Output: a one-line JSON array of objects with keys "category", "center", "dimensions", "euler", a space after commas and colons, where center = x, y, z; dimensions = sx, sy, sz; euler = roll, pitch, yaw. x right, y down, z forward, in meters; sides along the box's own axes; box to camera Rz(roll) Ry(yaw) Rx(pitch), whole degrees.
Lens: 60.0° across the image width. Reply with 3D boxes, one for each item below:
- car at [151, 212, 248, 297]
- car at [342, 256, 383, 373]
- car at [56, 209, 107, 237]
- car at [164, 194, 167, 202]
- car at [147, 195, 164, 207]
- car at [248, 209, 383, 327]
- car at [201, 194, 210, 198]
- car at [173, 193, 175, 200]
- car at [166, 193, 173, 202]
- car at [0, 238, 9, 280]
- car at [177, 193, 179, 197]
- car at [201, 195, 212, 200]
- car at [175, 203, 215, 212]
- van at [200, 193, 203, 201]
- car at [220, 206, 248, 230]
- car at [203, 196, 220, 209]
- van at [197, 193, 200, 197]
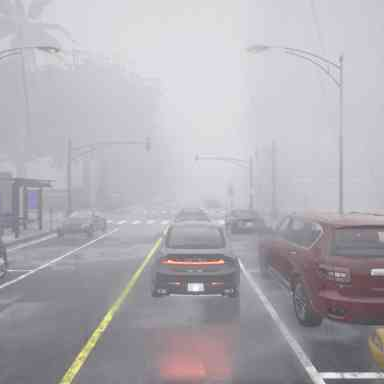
[{"category": "car", "center": [0.083, 1.503, 8.533], "dimensions": [1.837, 1.490, 4.892], "euler": [0, 0, 0]}, {"category": "car", "center": [2.761, 1.525, 1.697], "dimensions": [1.752, 1.417, 4.829], "euler": [0, 0, 0]}, {"category": "car", "center": [-5.750, 1.577, 17.828], "dimensions": [1.802, 1.307, 4.206], "euler": [0, 0, 0]}, {"category": "car", "center": [-5.719, 1.410, 55.107], "dimensions": [1.967, 1.590, 4.097], "euler": [0, 0, 0]}, {"category": "car", "center": [-5.723, 1.526, 49.687], "dimensions": [2.008, 1.369, 4.403], "euler": [0, 0, 0]}, {"category": "car", "center": [2.765, 1.314, 6.952], "dimensions": [2.192, 1.841, 5.009], "euler": [0, 0, 0]}, {"category": "car", "center": [2.807, 1.495, 55.250], "dimensions": [1.752, 1.417, 4.829], "euler": [0, 0, 0]}, {"category": "car", "center": [-5.700, 1.259, 76.788], "dimensions": [2.192, 1.841, 5.009], "euler": [0, 0, 0]}, {"category": "car", "center": [-5.704, 1.392, 71.368], "dimensions": [1.967, 1.590, 4.097], "euler": [0, 0, 0]}, {"category": "car", "center": [-5.760, 1.439, 6.975], "dimensions": [1.967, 1.590, 4.097], "euler": [0, 0, 0]}, {"category": "car", "center": [-5.686, 1.234, 93.049], "dimensions": [2.192, 1.841, 5.009], "euler": [0, 0, 0]}, {"category": "car", "center": [2.803, 1.541, 49.660], "dimensions": [1.947, 1.339, 4.313], "euler": [0, 0, 0]}, {"category": "car", "center": [-0.025, 1.559, 18.871], "dimensions": [1.994, 1.385, 4.181], "euler": [0, 0, -2]}, {"category": "van", "center": [2.811, 1.306, 60.500], "dimensions": [1.690, 1.788, 3.998], "euler": [0, 0, 0]}, {"category": "car", "center": [2.775, 1.561, 17.803], "dimensions": [1.947, 1.339, 4.313], "euler": [0, 0, 0]}, {"category": "car", "center": [2.798, 1.545, 44.239], "dimensions": [1.947, 1.339, 4.313], "euler": [0, 0, 0]}, {"category": "van", "center": [2.830, 1.277, 82.182], "dimensions": [1.690, 1.788, 3.998], "euler": [0, 0, 0]}]
